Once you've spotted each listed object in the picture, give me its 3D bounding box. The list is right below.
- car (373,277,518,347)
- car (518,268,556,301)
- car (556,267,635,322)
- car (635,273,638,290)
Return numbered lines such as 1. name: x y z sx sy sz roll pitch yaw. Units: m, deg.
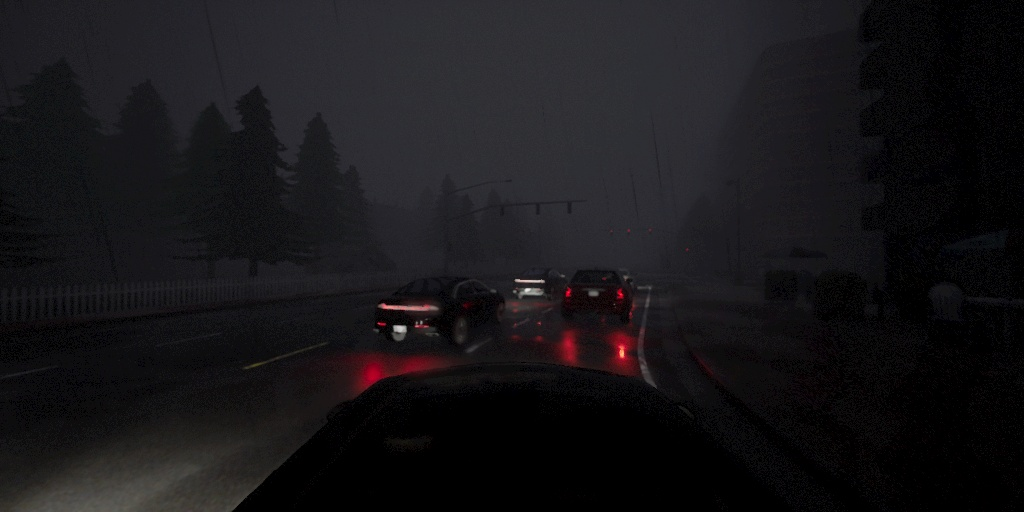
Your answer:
1. car: -1.602 1.297 9.650 2.128 1.511 4.902 0 0 16
2. car: 1.563 1.367 18.503 2.128 1.511 4.902 0 0 21
3. car: 3.220 1.190 12.990 2.097 1.767 4.553 0 0 20
4. car: 6.431 1.431 21.381 1.812 1.442 4.674 0 0 22
